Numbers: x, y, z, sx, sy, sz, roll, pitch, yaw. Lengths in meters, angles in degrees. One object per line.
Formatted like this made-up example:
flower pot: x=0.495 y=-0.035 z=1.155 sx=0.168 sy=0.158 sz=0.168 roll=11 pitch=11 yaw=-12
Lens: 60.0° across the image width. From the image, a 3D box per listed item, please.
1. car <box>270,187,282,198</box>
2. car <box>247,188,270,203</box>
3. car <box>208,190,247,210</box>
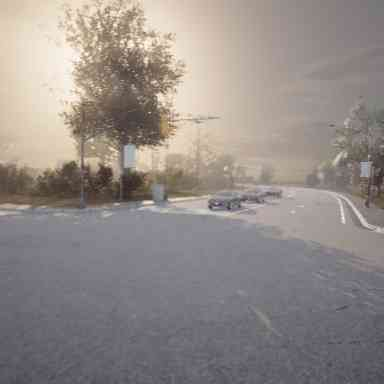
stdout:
car: x=12.216 y=-0.006 z=49.364 sx=1.882 sy=1.535 sz=5.008 roll=2 pitch=3 yaw=22
car: x=6.934 y=0.366 z=36.950 sx=1.837 sy=1.490 sz=4.892 roll=2 pitch=2 yaw=23
car: x=2.857 y=0.595 z=27.625 sx=1.837 sy=1.490 sz=4.892 roll=2 pitch=2 yaw=23
